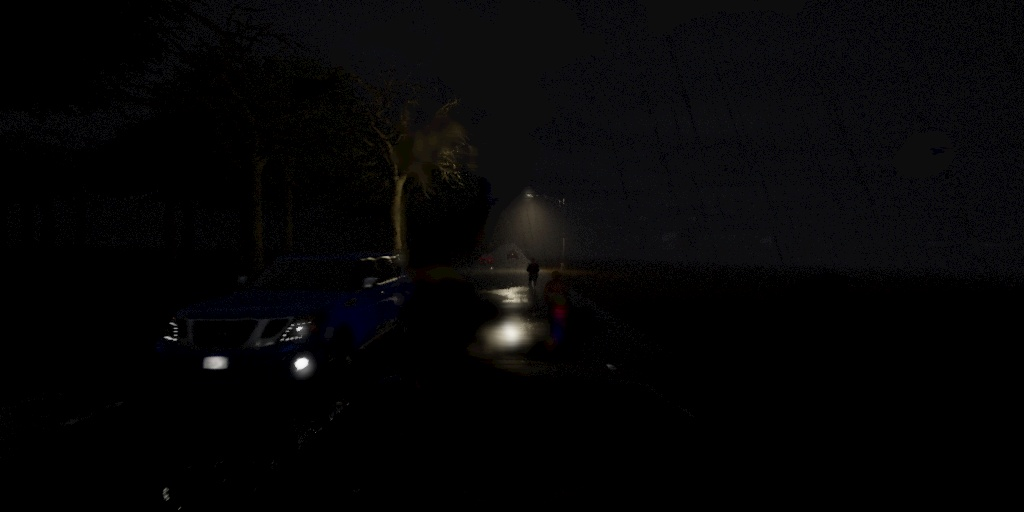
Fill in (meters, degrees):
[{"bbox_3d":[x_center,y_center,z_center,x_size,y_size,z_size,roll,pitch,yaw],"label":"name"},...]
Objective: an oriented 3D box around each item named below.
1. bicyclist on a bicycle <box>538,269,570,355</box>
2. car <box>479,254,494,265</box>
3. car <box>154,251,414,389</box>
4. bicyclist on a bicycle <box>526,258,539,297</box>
[{"bbox_3d":[0.966,1.148,7.583,0.582,1.620,1.656,0,0,0],"label":"bicyclist on a bicycle"},{"bbox_3d":[-3.540,0.452,50.442,1.882,1.535,5.008,0,1,0],"label":"car"},{"bbox_3d":[-3.596,0.922,7.114,2.150,2.045,5.566,0,0,0],"label":"car"},{"bbox_3d":[0.975,0.963,16.627,0.659,1.776,1.843,0,1,0],"label":"bicyclist on a bicycle"}]
